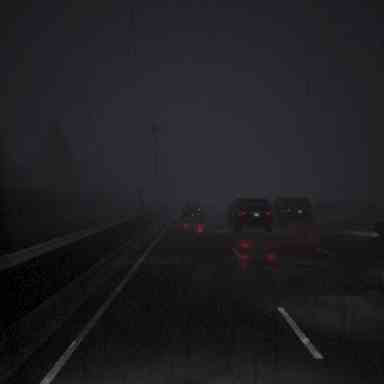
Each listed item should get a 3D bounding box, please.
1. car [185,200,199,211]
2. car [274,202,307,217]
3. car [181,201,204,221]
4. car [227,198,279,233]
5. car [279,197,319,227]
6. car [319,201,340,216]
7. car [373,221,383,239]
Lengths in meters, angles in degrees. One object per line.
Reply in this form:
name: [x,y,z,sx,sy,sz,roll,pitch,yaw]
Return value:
car: [-0.009,1.939,48.879,1.994,1.385,4.181,0,0,0]
car: [10.584,1.826,36.222,2.033,1.411,5.357,0,0,0]
car: [0.078,1.724,30.168,2.128,1.511,4.902,0,0,0]
car: [3.578,1.385,21.197,2.150,2.045,5.566,0,0,0]
car: [7.088,1.410,24.521,2.150,2.045,5.566,0,0,0]
car: [14.083,1.753,35.781,1.882,1.535,5.008,0,0,0]
car: [10.593,1.666,15.288,2.033,1.411,5.357,0,0,0]
